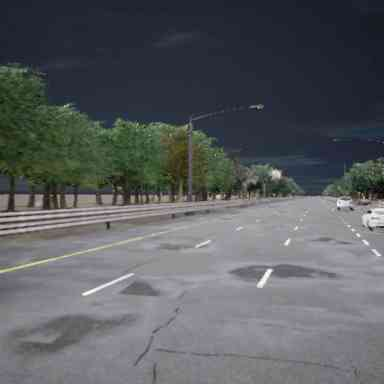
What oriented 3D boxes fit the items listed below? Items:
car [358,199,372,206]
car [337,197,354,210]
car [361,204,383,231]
[{"bbox_3d":[39.126,2.388,75.443,4.674,1.442,1.812,1,0,-45],"label":"car"},{"bbox_3d":[24.419,1.797,52.942,2.150,2.045,5.566,0,-1,24],"label":"car"},{"bbox_3d":[12.613,1.800,22.266,1.812,1.442,4.674,0,0,21],"label":"car"}]
